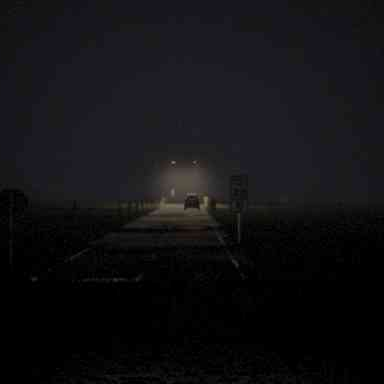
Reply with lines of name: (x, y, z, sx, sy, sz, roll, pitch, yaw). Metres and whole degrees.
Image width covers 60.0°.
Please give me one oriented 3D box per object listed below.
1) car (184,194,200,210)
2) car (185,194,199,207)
car: (0.004, 1.413, 43.807, 2.097, 1.767, 4.553, 0, 0, 0)
car: (0.004, 1.298, 53.873, 2.150, 2.045, 5.566, 0, 0, 0)
